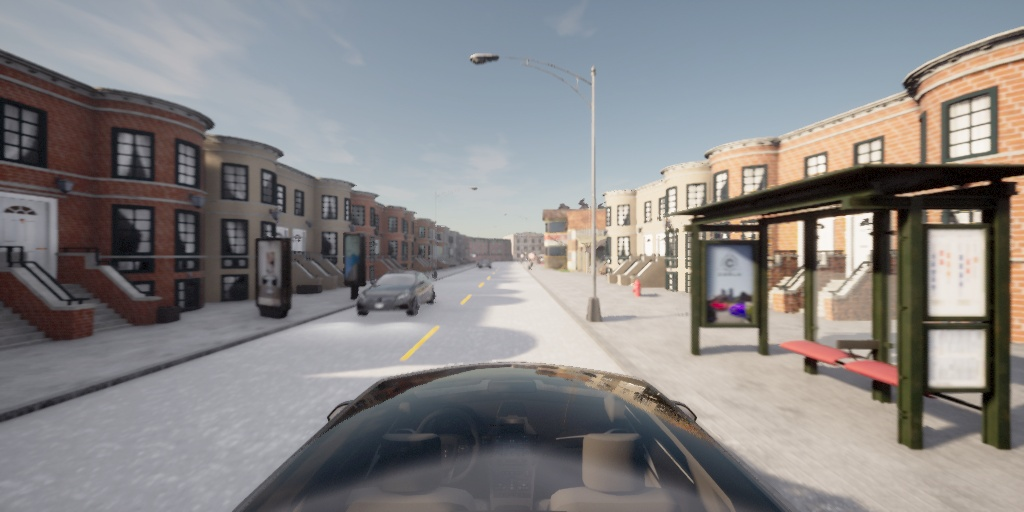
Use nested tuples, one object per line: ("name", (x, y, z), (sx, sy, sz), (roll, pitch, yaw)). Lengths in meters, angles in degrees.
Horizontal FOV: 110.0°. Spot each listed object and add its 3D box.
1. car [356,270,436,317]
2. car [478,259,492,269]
("car", (-4.104, 1.276, 13.407), (1.812, 1.442, 4.674), (0, 0, 0))
("car", (-4.080, 1.245, 54.867), (2.128, 1.511, 4.902), (0, 0, 0))
